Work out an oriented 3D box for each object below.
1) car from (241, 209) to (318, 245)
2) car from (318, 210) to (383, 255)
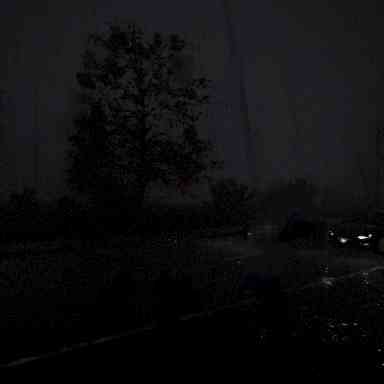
[{"bbox_3d":[4.401,1.522,15.503,4.674,1.442,1.812,0,0,-34],"label":"car"},{"bbox_3d":[7.464,1.503,13.350,4.892,1.490,1.837,0,0,-34],"label":"car"}]
